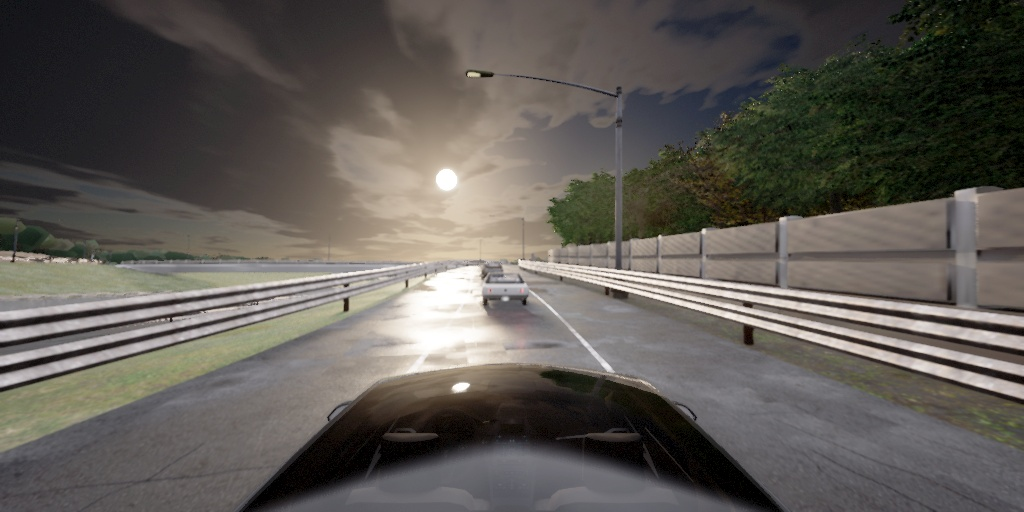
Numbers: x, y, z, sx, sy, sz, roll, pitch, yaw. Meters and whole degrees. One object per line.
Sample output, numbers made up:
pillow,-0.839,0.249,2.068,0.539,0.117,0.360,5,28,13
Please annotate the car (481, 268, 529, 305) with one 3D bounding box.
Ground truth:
car,-0.376,1.380,16.151,1.895,1.301,4.718,0,0,-3

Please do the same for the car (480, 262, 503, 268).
car,-1.766,1.272,31.390,2.128,1.511,4.902,0,0,-7
